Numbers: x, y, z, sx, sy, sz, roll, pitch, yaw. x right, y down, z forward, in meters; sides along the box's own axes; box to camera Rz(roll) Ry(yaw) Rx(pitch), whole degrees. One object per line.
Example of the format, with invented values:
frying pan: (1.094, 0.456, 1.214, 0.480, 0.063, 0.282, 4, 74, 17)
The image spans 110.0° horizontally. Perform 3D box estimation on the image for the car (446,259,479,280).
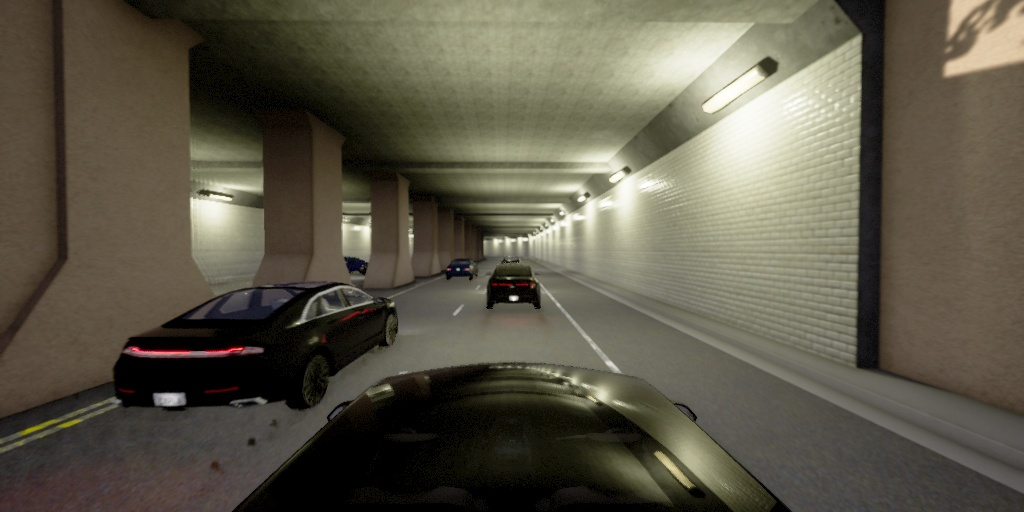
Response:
car: (-3.505, 0.887, 25.760, 2.033, 1.411, 5.357, 0, 1, 0)

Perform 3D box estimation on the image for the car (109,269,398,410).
car: (-3.418, 1.170, 5.990, 2.128, 1.511, 4.902, 0, 1, 0)

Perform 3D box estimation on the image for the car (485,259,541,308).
car: (0.048, 1.047, 13.799, 1.837, 1.490, 4.892, 0, 1, 0)

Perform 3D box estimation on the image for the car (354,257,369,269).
car: (-10.720, 0.824, 29.666, 2.033, 1.411, 5.357, 0, 1, 0)

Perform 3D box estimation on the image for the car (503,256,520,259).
car: (-0.028, 0.737, 31.112, 2.128, 1.511, 4.902, 0, 1, 0)

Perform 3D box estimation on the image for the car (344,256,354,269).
car: (-14.220, 0.744, 30.379, 1.882, 1.535, 5.008, 0, 1, 0)
